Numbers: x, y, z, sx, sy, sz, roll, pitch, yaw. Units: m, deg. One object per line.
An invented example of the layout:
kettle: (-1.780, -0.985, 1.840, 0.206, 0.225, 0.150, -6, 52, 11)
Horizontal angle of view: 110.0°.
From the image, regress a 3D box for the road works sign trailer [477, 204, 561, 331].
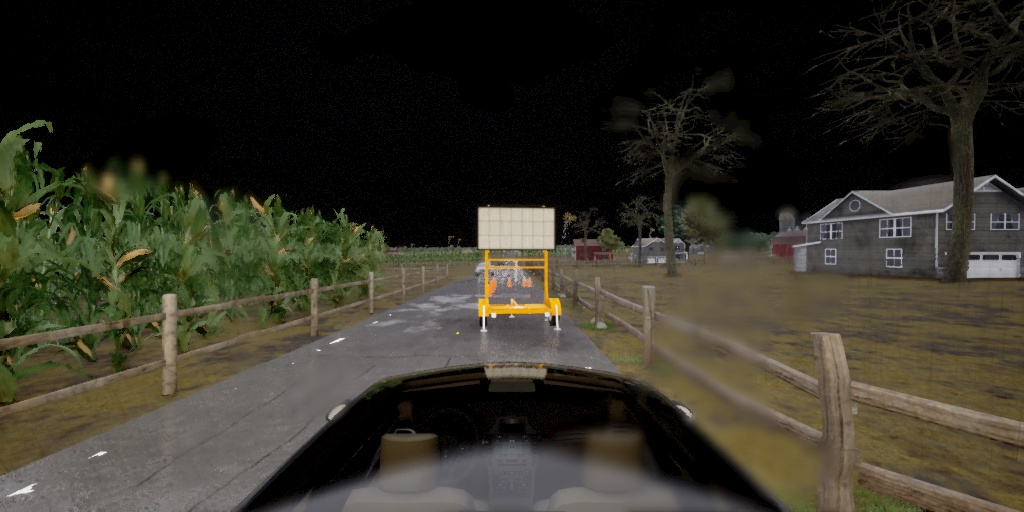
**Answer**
road works sign trailer: (0.122, 0.227, 11.047, 2.380, 3.560, 2.880, 0, 0, -5)

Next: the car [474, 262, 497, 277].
car: (-2.833, 1.368, 37.779, 1.812, 1.442, 4.674, 0, 0, 0)
